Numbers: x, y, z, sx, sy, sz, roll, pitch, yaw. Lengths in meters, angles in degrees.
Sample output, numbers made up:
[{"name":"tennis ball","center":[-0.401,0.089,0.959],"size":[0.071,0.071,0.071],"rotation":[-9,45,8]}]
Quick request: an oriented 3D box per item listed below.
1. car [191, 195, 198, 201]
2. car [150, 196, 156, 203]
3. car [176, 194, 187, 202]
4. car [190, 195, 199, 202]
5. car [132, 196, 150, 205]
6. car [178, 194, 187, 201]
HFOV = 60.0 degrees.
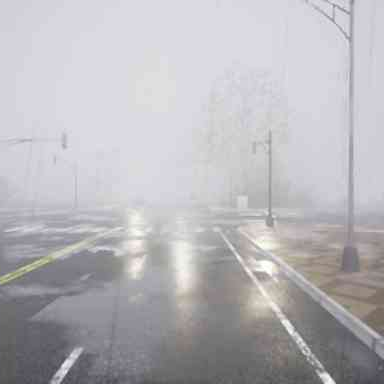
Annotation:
[{"name":"car","center":[0.742,1.593,89.322],"size":[1.994,1.385,4.181],"rotation":[0,0,1]},{"name":"car","center":[-9.247,1.654,75.335],"size":[1.812,1.442,4.674],"rotation":[0,0,1]},{"name":"car","center":[-2.677,1.656,79.343],"size":[1.812,1.442,4.674],"rotation":[0,0,1]},{"name":"car","center":[0.571,1.684,79.254],"size":[1.994,1.385,4.181],"rotation":[0,0,1]},{"name":"car","center":[-9.530,1.467,60.266],"size":[2.097,1.767,4.553],"rotation":[0,0,1]},{"name":"car","center":[-2.508,1.395,89.347],"size":[2.097,1.767,4.553],"rotation":[0,0,1]}]
